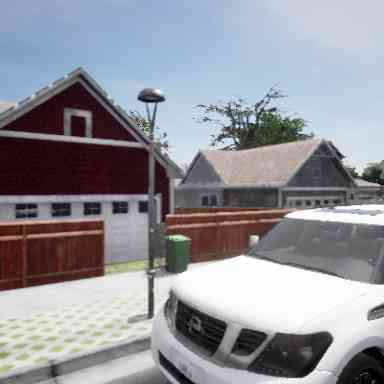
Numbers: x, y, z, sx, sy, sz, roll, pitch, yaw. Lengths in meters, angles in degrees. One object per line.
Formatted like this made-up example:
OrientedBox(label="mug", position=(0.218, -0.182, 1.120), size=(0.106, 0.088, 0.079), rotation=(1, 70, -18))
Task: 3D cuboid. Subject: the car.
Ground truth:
OrientedBox(label="car", position=(2.231, 1.225, 4.540), size=(5.566, 2.045, 2.150), rotation=(0, 0, -34))
